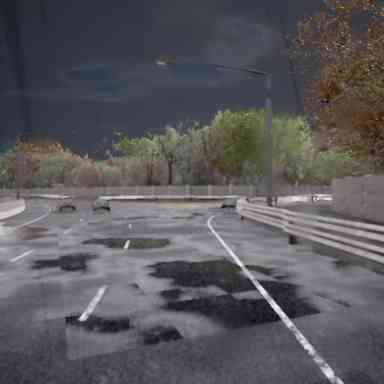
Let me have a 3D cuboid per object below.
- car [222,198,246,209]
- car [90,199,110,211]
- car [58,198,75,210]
[{"bbox_3d":[5.338,1.387,41.762,1.994,1.385,4.181,0,0,30],"label":"car"},{"bbox_3d":[-10.751,1.465,38.823,2.033,1.411,5.357,0,0,-22],"label":"car"},{"bbox_3d":[-15.872,1.480,42.056,2.033,1.411,5.357,0,0,-25],"label":"car"}]
